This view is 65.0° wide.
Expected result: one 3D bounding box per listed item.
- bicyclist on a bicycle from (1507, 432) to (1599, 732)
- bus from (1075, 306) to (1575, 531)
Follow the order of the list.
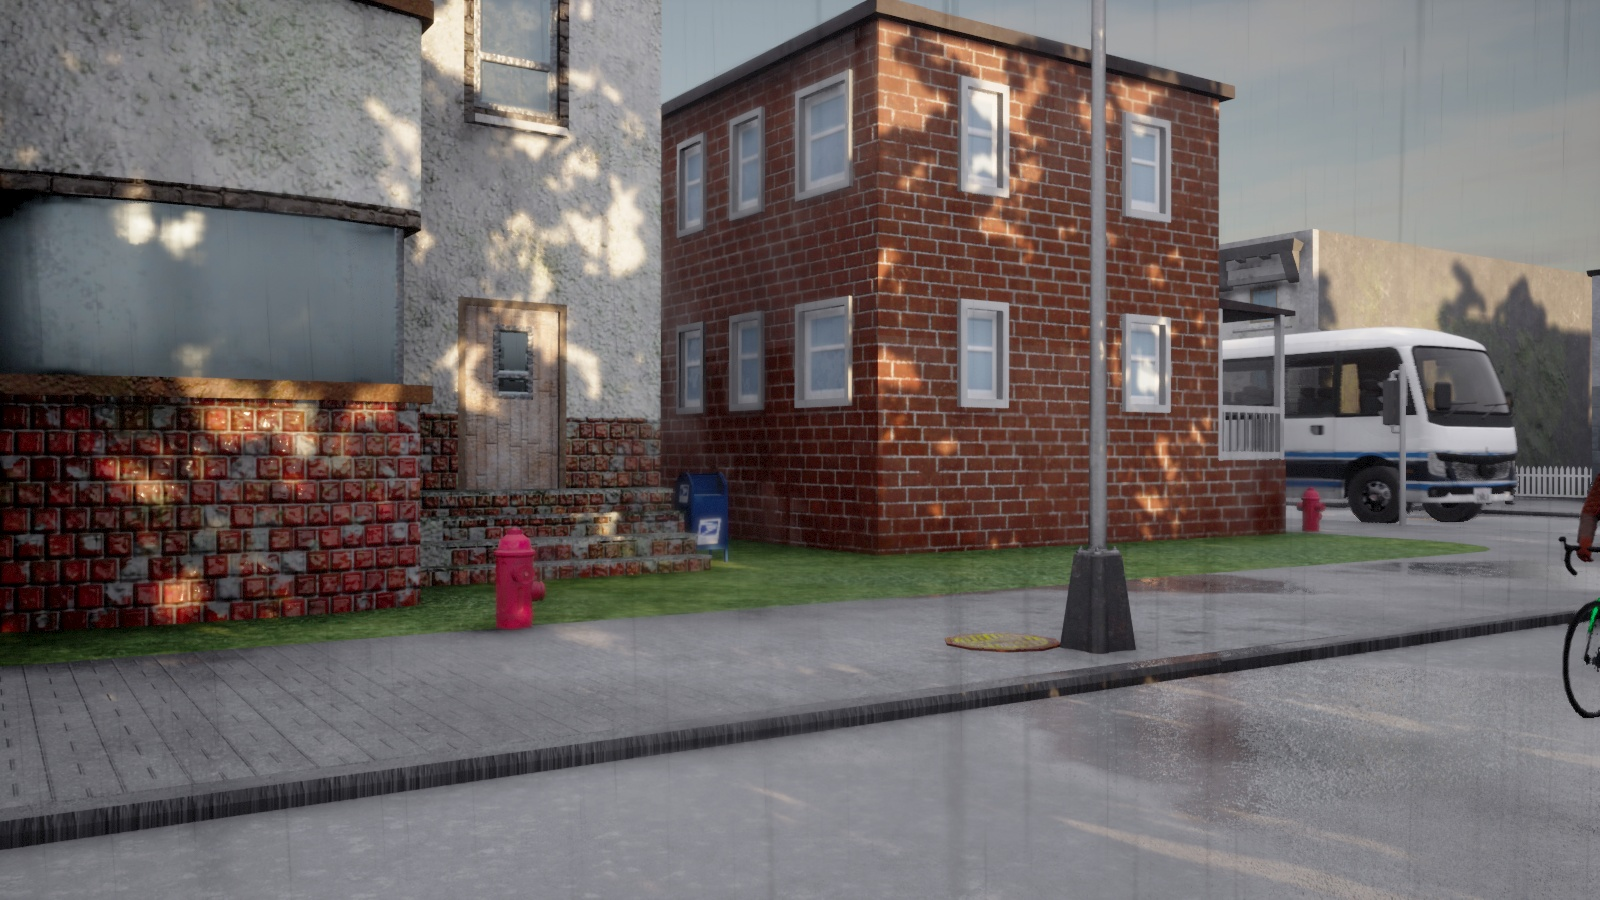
[{"bbox_3d":[4.907,0.705,7.367,1.656,1.620,0.582,-1,0,-31],"label":"bicyclist on a bicycle"},{"bbox_3d":[11.530,-0.585,29.148,3.944,4.253,10.273,0,0,-32],"label":"bus"}]
